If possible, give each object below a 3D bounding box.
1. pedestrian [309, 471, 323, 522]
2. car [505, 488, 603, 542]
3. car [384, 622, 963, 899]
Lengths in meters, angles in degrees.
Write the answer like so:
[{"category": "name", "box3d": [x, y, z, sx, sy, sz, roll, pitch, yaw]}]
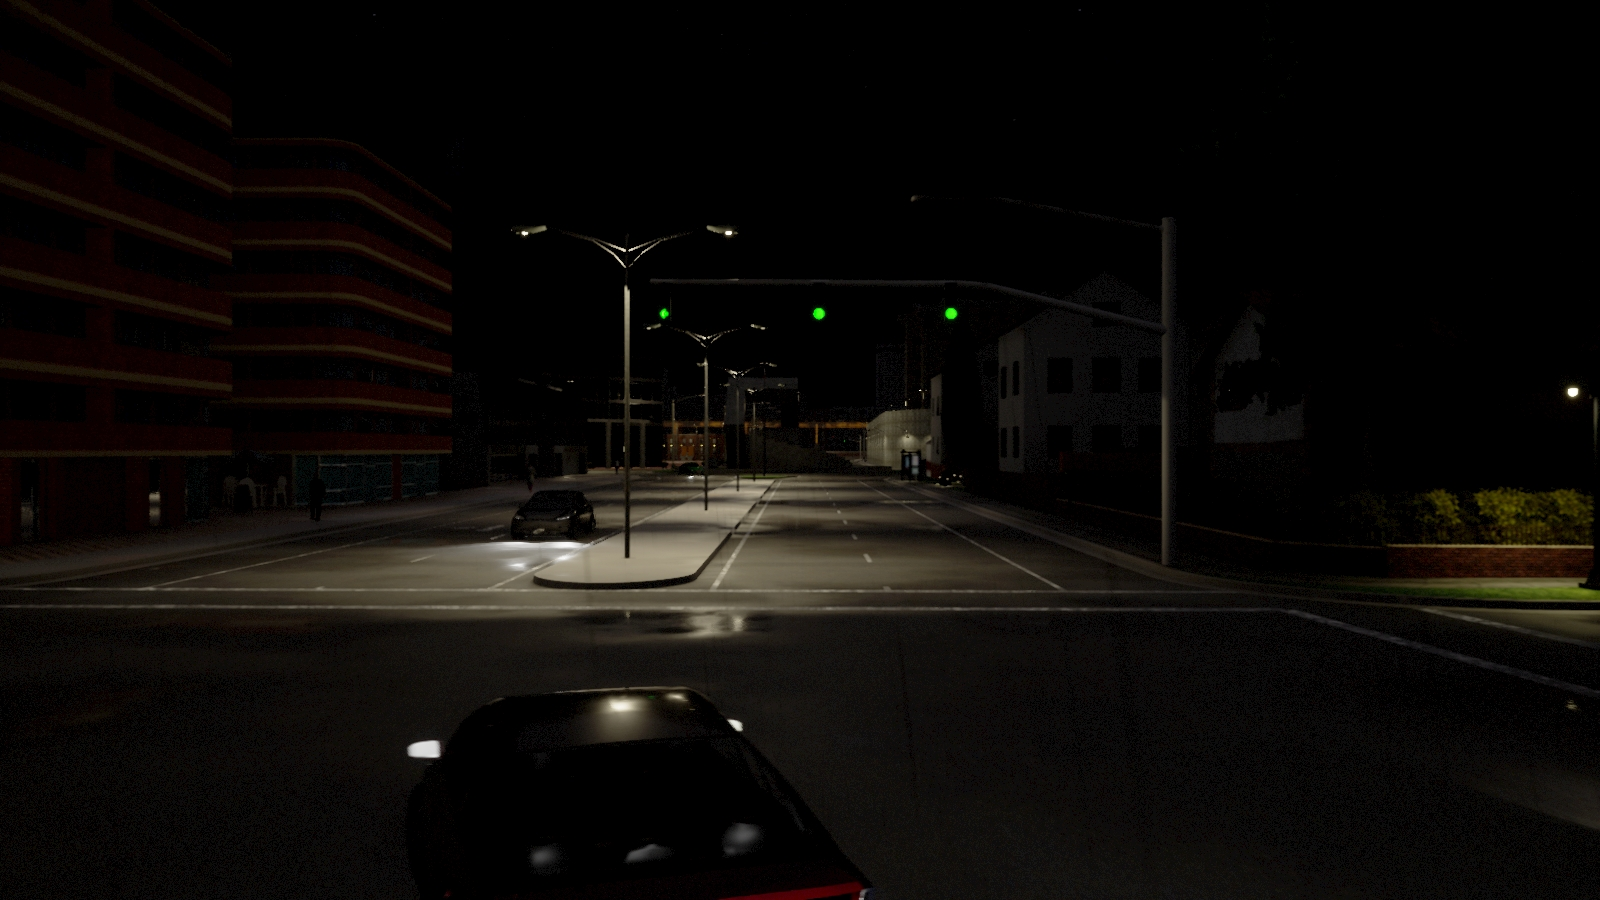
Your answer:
[{"category": "pedestrian", "box3d": [-17.769, 1.705, 41.911, 0.375, 1.860, 0.375, 0, 0, -5]}, {"category": "car", "box3d": [-7.962, 2.071, 37.391, 2.163, 1.488, 4.792, 0, 0, 0]}, {"category": "car", "box3d": [-1.043, 2.041, 6.058, 2.007, 1.525, 4.514, 0, 0, -18]}]
